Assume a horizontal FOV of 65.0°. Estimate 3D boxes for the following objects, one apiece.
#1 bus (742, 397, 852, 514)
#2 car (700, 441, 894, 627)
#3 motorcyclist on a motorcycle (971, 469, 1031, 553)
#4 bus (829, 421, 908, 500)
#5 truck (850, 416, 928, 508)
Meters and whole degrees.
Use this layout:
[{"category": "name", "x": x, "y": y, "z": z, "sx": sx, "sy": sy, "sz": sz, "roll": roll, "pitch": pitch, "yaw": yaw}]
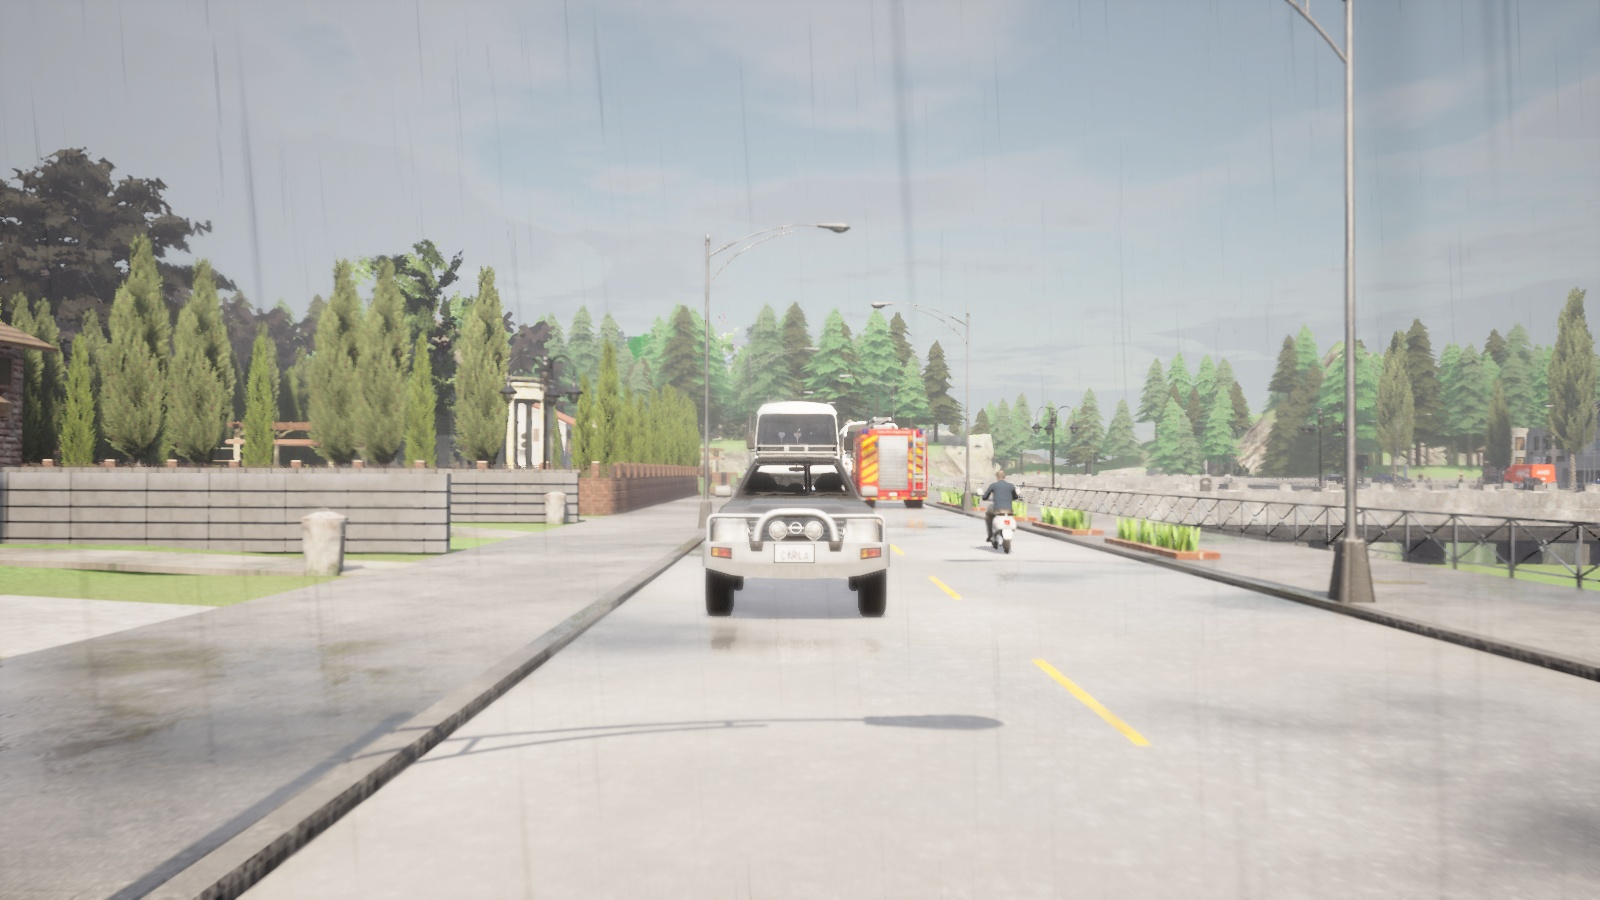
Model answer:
[{"category": "bus", "x": -0.125, "y": 0.287, "z": 50.665, "sx": 3.944, "sy": 4.253, "sz": 10.273, "roll": 0, "pitch": -1, "yaw": 0}, {"category": "car", "x": -0.036, "y": 0.881, "z": 14.895, "sx": 1.932, "sy": 1.855, "sz": 4.605, "roll": 0, "pitch": -1, "yaw": 0}, {"category": "motorcyclist on a motorcycle", "x": 3.942, "y": 1.167, "z": 24.753, "sx": 0.866, "sy": 1.590, "sz": 1.817, "roll": 0, "pitch": -1, "yaw": 0}, {"category": "bus", "x": 3.824, "y": 0.643, "z": 72.879, "sx": 3.944, "sy": 4.253, "sz": 10.273, "roll": 0, "pitch": -1, "yaw": 0}, {"category": "truck", "x": 3.863, "y": 0.582, "z": 56.581, "sx": 2.891, "sy": 3.827, "sz": 8.468, "roll": 0, "pitch": -1, "yaw": 0}]
